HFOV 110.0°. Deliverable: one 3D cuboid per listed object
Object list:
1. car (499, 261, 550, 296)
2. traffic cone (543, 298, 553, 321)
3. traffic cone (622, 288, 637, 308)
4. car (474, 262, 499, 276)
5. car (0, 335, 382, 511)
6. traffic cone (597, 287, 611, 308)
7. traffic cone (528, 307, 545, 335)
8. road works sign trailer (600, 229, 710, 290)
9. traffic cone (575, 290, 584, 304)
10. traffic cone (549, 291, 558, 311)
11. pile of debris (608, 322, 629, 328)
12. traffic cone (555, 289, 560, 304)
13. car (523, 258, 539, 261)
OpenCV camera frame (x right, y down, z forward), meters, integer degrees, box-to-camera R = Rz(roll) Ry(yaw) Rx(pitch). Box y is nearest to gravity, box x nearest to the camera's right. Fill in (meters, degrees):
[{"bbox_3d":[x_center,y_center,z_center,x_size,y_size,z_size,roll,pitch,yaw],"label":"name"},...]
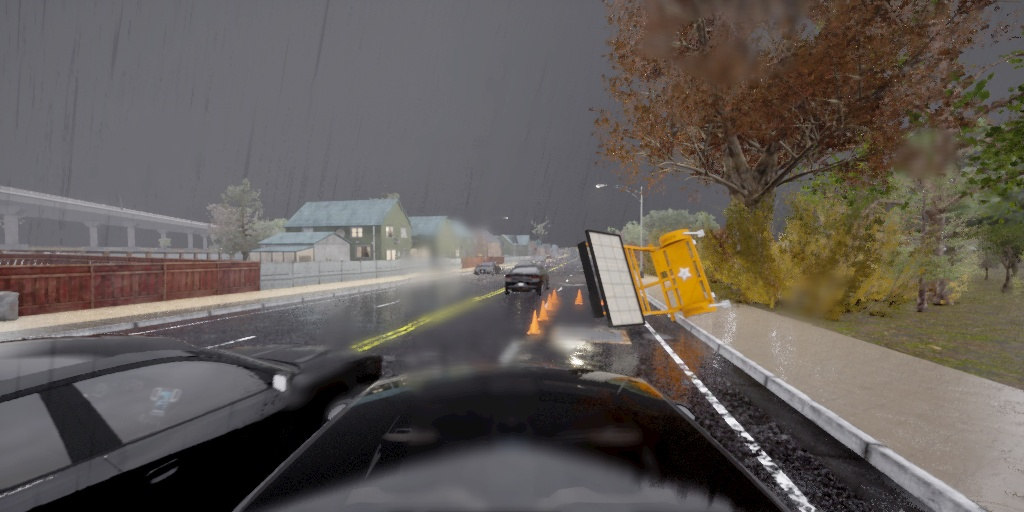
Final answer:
[{"bbox_3d":[0.941,1.214,19.505,1.882,1.535,5.008,0,0,12],"label":"car"},{"bbox_3d":[1.015,1.699,11.216,0.340,0.580,0.340,0,0,12],"label":"traffic cone"},{"bbox_3d":[4.769,1.694,14.516,0.340,0.580,0.340,0,0,12],"label":"traffic cone"},{"bbox_3d":[-2.418,1.280,36.171,1.994,1.385,4.181,0,0,12],"label":"car"},{"bbox_3d":[-2.696,1.228,2.112,1.882,1.535,5.008,0,0,12],"label":"car"},{"bbox_3d":[3.791,1.695,14.722,0.340,0.580,0.340,0,0,12],"label":"traffic cone"},{"bbox_3d":[0.605,1.700,9.258,0.340,0.580,0.340,0,0,12],"label":"traffic cone"},{"bbox_3d":[4.618,-0.997,10.627,2.880,3.560,2.380,0,0,-25],"label":"road works sign trailer"},{"bbox_3d":[2.812,1.695,14.926,0.340,0.580,0.340,0,0,12],"label":"traffic cone"},{"bbox_3d":[1.424,1.697,13.173,0.340,0.580,0.340,0,0,12],"label":"traffic cone"},{"bbox_3d":[1.939,1.910,8.992,1.860,0.140,1.500,0,0,12],"label":"pile of debris"},{"bbox_3d":[1.834,1.695,15.131,0.340,0.580,0.340,0,0,12],"label":"traffic cone"},{"bbox_3d":[1.391,1.215,38.508,1.837,1.490,4.892,0,0,12],"label":"car"}]
